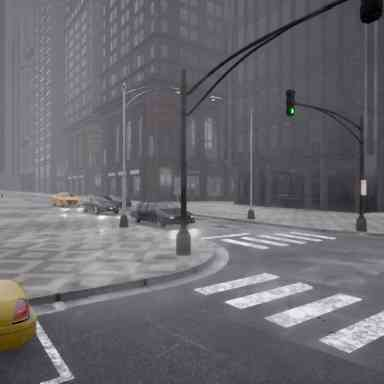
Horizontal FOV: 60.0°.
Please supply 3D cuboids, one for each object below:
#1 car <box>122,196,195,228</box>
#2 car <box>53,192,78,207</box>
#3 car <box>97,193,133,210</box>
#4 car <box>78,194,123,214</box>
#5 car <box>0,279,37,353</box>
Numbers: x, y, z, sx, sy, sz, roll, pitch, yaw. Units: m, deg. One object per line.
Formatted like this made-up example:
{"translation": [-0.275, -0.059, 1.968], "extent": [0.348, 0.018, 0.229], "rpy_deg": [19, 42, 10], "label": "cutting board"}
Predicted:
{"translation": [-2.006, 1.237, 20.199], "extent": [2.033, 1.411, 5.357], "rpy_deg": [0, 1, -36], "label": "car"}
{"translation": [-13.873, 0.798, 36.627], "extent": [1.882, 1.535, 5.008], "rpy_deg": [0, 1, -35], "label": "car"}
{"translation": [-7.894, 0.932, 33.801], "extent": [1.837, 1.490, 4.892], "rpy_deg": [0, 1, -36], "label": "car"}
{"translation": [-7.775, 1.011, 28.182], "extent": [1.837, 1.490, 4.892], "rpy_deg": [0, 1, -36], "label": "car"}
{"translation": [-4.357, 1.525, 3.536], "extent": [4.829, 1.417, 1.752], "rpy_deg": [0, 0, -36], "label": "car"}
